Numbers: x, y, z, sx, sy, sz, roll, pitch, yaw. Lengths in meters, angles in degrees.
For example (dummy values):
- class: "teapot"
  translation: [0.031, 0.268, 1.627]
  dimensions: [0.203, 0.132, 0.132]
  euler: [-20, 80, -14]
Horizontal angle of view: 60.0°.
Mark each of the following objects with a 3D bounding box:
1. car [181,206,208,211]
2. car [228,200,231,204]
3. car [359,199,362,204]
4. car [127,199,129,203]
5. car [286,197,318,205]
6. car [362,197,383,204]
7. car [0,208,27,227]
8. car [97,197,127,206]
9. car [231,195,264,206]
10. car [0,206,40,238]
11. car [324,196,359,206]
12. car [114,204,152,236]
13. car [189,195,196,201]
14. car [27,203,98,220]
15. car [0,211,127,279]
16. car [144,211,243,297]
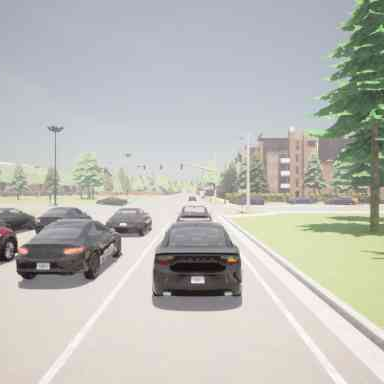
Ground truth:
- class: "car"
  translation: [0.124, 1.492, 18.008]
  dimensions: [2.128, 1.511, 4.902]
  euler: [0, 0, 0]
- class: "car"
  translation: [8.915, 1.547, 56.939]
  dimensions: [5.357, 1.411, 2.033]
  euler: [0, 0, 0]
- class: "car"
  translation: [25.753, 1.477, 57.006]
  dimensions: [5.008, 1.535, 1.882]
  euler: [0, 0, 0]
- class: "car"
  translation: [-13.598, 1.547, 57.089]
  dimensions: [5.357, 1.411, 2.033]
  euler: [0, 0, 0]
- class: "car"
  translation: [20.004, 1.547, 60.468]
  dimensions: [5.357, 1.411, 2.033]
  euler: [0, 0, 0]
- class: "car"
  translation: [32.893, 1.601, 60.482]
  dimensions: [4.718, 1.301, 1.895]
  euler: [0, 0, 0]
- class: "car"
  translation: [-6.888, 1.352, 9.323]
  dimensions: [2.097, 1.767, 4.553]
  euler: [0, 0, 0]
- class: "car"
  translation: [-13.150, 1.564, 53.586]
  dimensions: [4.181, 1.385, 1.994]
  euler: [0, 0, 0]
- class: "car"
  translation: [9.148, 1.351, 53.442]
  dimensions: [4.553, 1.767, 2.097]
  euler: [0, 0, 0]
- class: "car"
  translation: [-10.376, 1.564, 18.465]
  dimensions: [1.994, 1.385, 4.181]
  euler: [0, 0, 0]
- class: "car"
  translation: [23.640, 1.525, 53.492]
  dimensions: [4.674, 1.442, 1.812]
  euler: [0, 0, -1]
- class: "car"
  translation: [-3.377, 1.564, 18.342]
  dimensions: [1.994, 1.385, 4.181]
  euler: [0, 0, 0]
- class: "car"
  translation: [0.090, 1.525, 84.914]
  dimensions: [2.128, 1.511, 4.902]
  euler: [0, 0, 0]
- class: "car"
  translation: [-6.878, 1.526, 18.156]
  dimensions: [1.812, 1.442, 4.674]
  euler: [0, 0, 0]
- class: "car"
  translation: [-3.388, 1.526, 9.880]
  dimensions: [1.812, 1.442, 4.674]
  euler: [0, 0, 0]
- class: "car"
  translation: [0.111, 1.478, 8.641]
  dimensions: [1.882, 1.535, 5.008]
  euler: [0, 0, 0]
